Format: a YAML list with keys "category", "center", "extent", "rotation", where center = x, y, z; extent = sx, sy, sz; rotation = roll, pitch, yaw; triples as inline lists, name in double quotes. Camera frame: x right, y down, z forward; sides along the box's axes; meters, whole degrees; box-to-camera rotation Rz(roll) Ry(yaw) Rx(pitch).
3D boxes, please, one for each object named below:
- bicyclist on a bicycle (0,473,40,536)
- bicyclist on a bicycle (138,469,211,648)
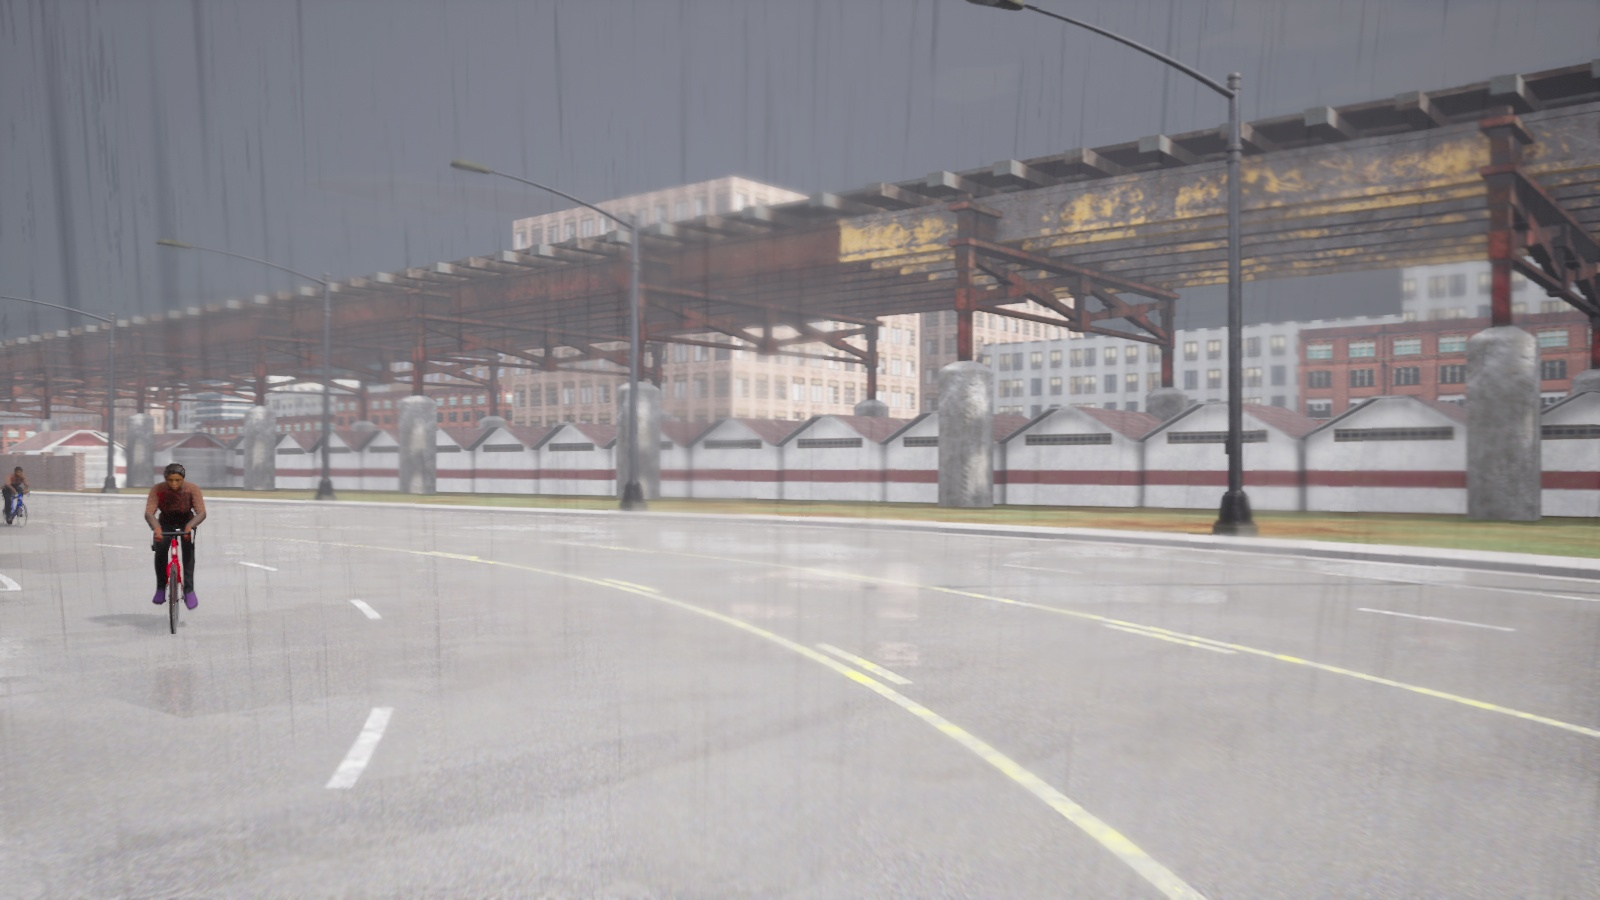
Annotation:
- category: "bicyclist on a bicycle"
  center: [-20.913, 1.435, 33.477]
  extent: [1.656, 1.620, 0.582]
  rotation: [-1, -1, 40]
- category: "bicyclist on a bicycle"
  center: [-6.117, 1.005, 12.332]
  extent: [0.582, 1.620, 1.656]
  rotation: [0, -1, -25]
